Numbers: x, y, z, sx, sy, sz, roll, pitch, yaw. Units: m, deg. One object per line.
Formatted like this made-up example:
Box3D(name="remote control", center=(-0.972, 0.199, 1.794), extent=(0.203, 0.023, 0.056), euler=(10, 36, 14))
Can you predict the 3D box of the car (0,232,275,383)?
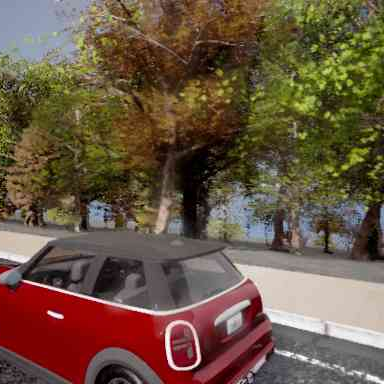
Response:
Box3D(name="car", center=(-1.296, 1.352, 4.610), extent=(4.553, 1.767, 2.097), euler=(0, 0, 36))
